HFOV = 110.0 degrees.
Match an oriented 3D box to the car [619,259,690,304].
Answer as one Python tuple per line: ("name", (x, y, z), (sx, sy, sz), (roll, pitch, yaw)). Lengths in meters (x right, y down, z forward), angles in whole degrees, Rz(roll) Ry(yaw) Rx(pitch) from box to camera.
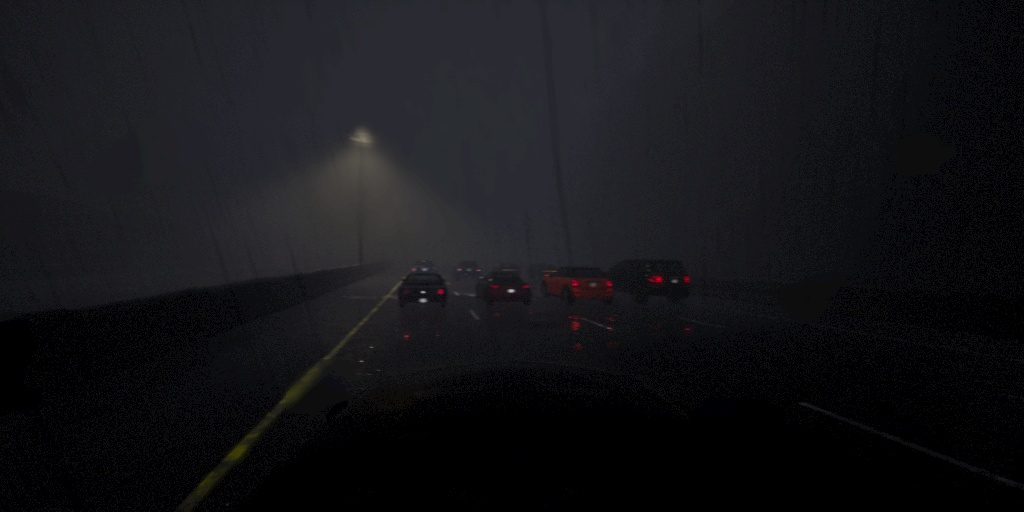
("car", (6.373, 1.174, 18.043), (2.150, 2.045, 5.566), (1, 0, -14))

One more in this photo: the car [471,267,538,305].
("car", (-0.498, 1.411, 16.675), (1.994, 1.385, 4.181), (1, 0, -13))

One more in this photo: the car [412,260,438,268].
("car", (-7.359, 1.108, 30.227), (2.097, 1.767, 4.553), (1, 0, -13))

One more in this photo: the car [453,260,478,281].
("car", (-3.957, 1.164, 31.047), (2.097, 1.767, 4.553), (1, 0, -13))

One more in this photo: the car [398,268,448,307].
("car", (-3.860, 1.391, 15.672), (1.895, 1.301, 4.718), (1, 0, -13))

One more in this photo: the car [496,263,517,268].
("car", (-0.605, 1.362, 32.072), (2.128, 1.511, 4.902), (1, 0, -13))

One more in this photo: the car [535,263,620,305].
("car", (2.954, 1.252, 17.289), (2.097, 1.767, 4.553), (1, -1, -13))

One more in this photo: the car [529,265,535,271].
("car", (2.798, 1.433, 32.887), (1.837, 1.490, 4.892), (1, 0, -13))
